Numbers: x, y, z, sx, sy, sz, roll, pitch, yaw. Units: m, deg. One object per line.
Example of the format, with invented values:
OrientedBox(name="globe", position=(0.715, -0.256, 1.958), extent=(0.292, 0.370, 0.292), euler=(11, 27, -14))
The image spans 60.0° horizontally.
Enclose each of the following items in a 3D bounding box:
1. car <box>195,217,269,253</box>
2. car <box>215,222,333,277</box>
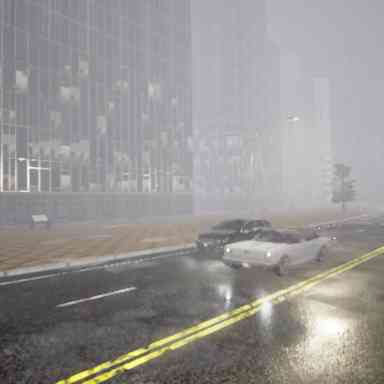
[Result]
OrientedBox(name="car", position=(2.189, 1.938, 15.356), extent=(1.837, 1.490, 4.892), euler=(-2, -2, 42))
OrientedBox(name="car", position=(3.117, 1.909, 11.557), extent=(1.895, 1.301, 4.718), euler=(-2, -2, 43))
